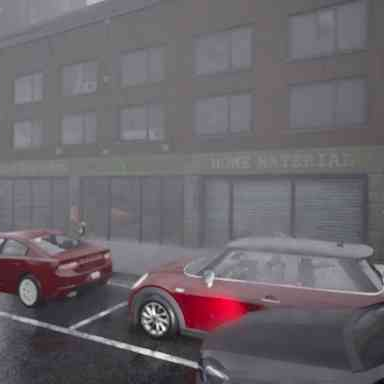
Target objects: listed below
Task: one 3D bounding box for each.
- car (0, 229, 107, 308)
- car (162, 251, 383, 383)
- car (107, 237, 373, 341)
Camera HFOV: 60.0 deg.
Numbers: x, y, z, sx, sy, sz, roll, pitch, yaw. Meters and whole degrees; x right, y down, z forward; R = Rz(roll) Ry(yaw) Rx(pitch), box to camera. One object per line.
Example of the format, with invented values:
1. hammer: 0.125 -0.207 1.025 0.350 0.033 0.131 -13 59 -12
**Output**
1. car: -3.950 1.554 7.779 4.507 1.381 1.887 0 1 27
2. car: 2.263 1.530 2.532 4.674 1.442 1.812 0 0 27
3. car: 0.954 1.447 5.277 4.097 1.590 1.967 0 1 27
